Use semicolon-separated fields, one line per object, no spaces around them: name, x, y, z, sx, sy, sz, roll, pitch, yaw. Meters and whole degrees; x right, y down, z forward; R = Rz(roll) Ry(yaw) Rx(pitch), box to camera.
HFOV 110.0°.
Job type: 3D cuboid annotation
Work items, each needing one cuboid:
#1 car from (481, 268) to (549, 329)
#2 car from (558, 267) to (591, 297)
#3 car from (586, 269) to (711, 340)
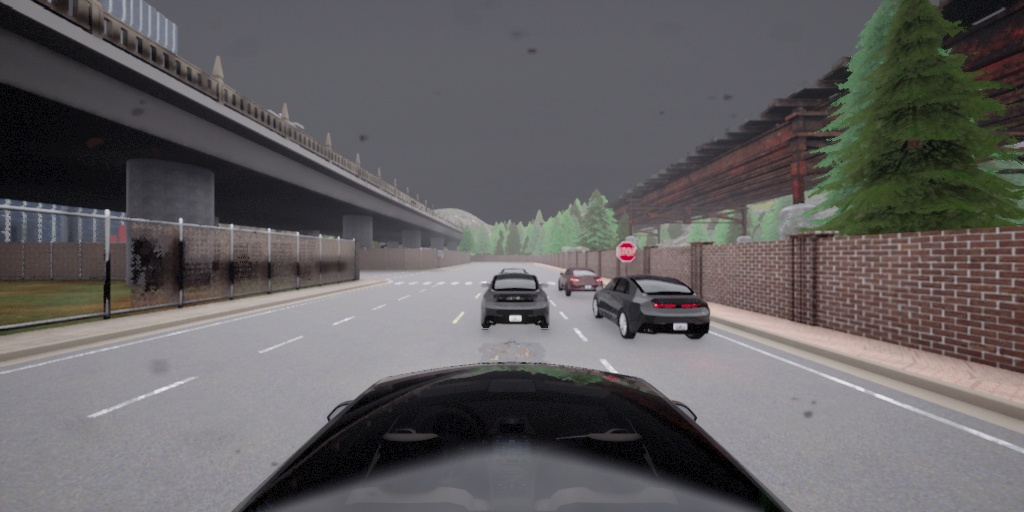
car;0.093;1.281;11.256;1.837;1.490;4.892;0;0;0
car;3.624;1.322;19.316;1.812;1.442;4.674;0;0;0
car;3.602;1.277;10.098;1.837;1.490;4.892;0;0;0
